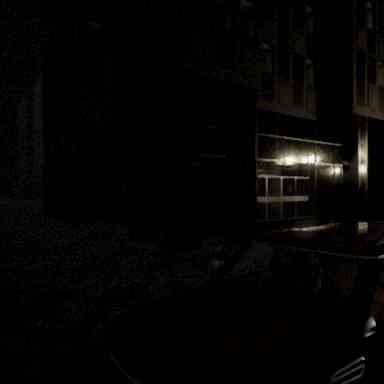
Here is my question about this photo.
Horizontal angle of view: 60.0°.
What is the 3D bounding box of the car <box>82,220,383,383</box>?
[{"bbox_3d":[1.492,1.311,3.590,5.009,1.841,2.192,0,0,-35],"label":"car"}]
